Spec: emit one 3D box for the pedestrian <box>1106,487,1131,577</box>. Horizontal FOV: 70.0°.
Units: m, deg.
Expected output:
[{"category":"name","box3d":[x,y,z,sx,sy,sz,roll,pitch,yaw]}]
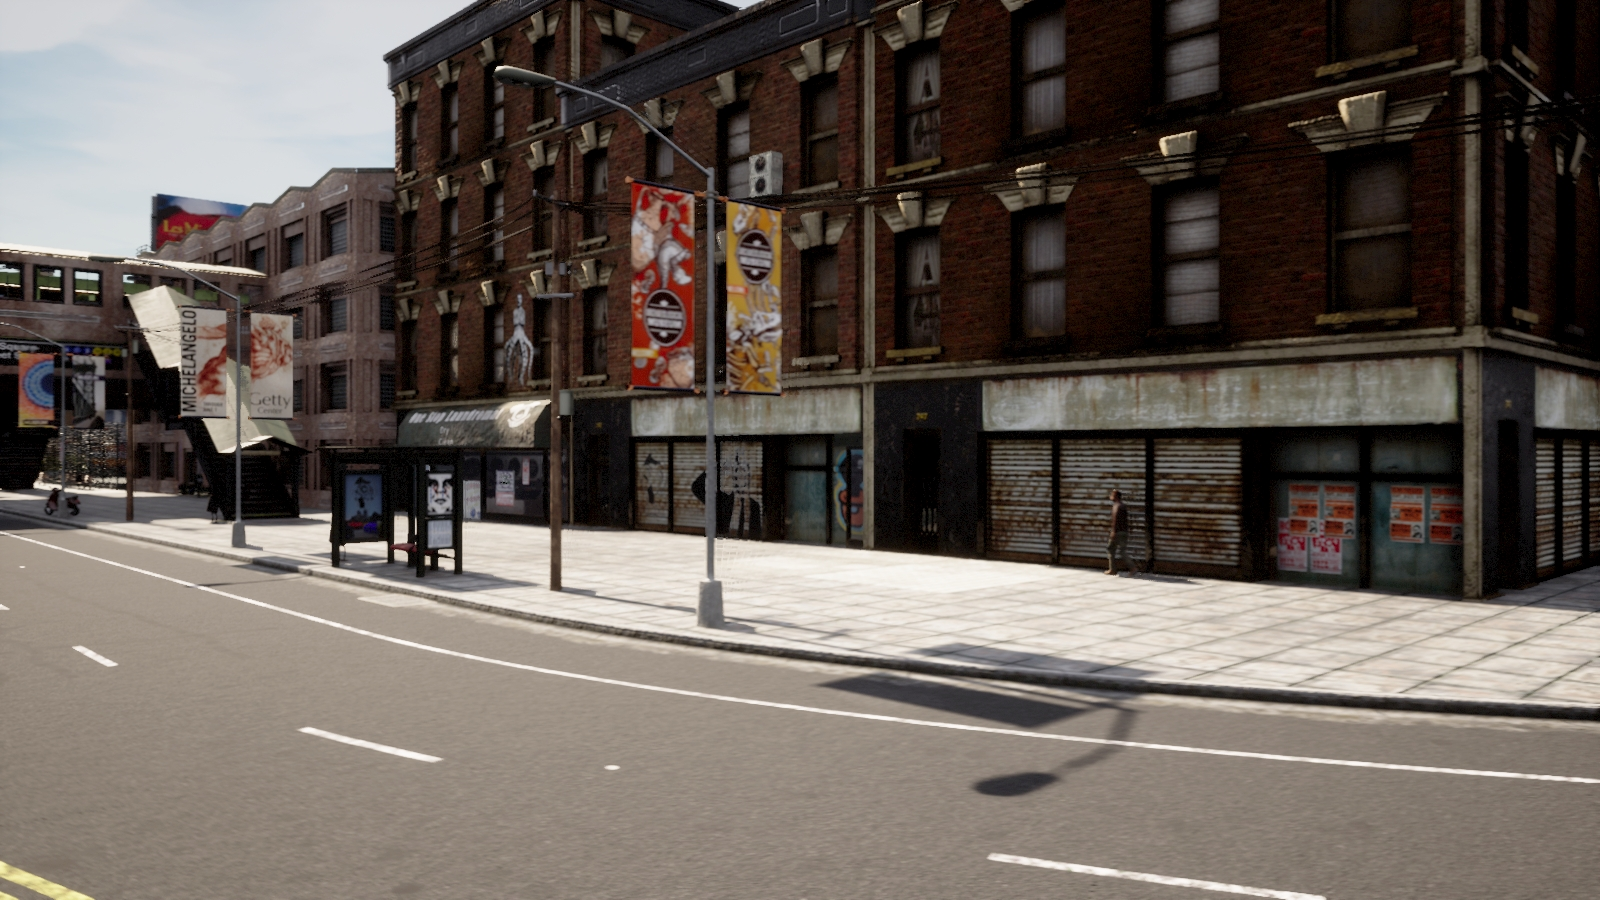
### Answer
[{"category":"pedestrian","box3d":[6.683,1.717,23.986,0.375,1.860,0.375,0,0,42]}]
